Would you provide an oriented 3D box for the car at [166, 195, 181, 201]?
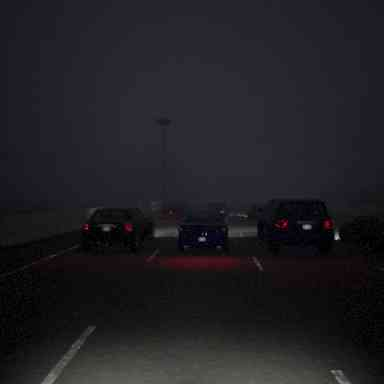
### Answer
[{"bbox_3d":[-4.498,1.459,81.443,1.837,1.490,4.892,0,0,22],"label":"car"}]

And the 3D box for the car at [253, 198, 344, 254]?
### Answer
[{"bbox_3d":[4.033,1.255,13.743,2.150,2.045,5.566,0,0,4],"label":"car"}]

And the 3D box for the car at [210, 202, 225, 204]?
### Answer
[{"bbox_3d":[2.159,1.561,28.221,2.033,1.411,5.357,0,0,9],"label":"car"}]

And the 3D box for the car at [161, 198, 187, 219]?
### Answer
[{"bbox_3d":[-1.301,1.482,28.747,1.882,1.535,5.008,0,0,9],"label":"car"}]

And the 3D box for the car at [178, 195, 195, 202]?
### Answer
[{"bbox_3d":[-1.295,1.503,80.032,2.033,1.411,5.357,0,0,22],"label":"car"}]

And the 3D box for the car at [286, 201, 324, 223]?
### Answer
[{"bbox_3d":[9.080,1.561,27.169,2.033,1.411,5.357,0,0,9],"label":"car"}]

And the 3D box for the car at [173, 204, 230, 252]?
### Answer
[{"bbox_3d":[0.541,1.482,13.976,1.882,1.535,5.008,0,0,4],"label":"car"}]

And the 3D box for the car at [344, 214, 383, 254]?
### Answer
[{"bbox_3d":[7.521,1.570,13.449,1.994,1.385,4.181,0,0,4],"label":"car"}]

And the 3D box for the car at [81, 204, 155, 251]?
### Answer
[{"bbox_3d":[-2.952,1.363,14.210,2.097,1.767,4.553,0,0,4],"label":"car"}]

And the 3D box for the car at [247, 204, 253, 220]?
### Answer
[{"bbox_3d":[5.619,1.570,27.695,1.994,1.385,4.181,0,0,9],"label":"car"}]
